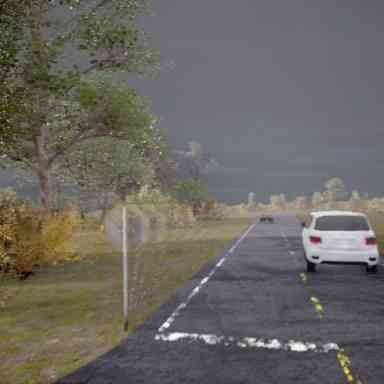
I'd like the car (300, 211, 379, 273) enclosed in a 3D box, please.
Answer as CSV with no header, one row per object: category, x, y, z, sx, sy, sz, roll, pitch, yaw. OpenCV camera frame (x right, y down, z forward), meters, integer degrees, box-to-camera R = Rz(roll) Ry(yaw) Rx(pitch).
car,5.402,1.743,12.666,2.150,2.045,5.566,-1,-3,17

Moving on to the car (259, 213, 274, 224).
car,10.042,3.528,44.708,1.895,1.301,4.718,-2,-3,13
